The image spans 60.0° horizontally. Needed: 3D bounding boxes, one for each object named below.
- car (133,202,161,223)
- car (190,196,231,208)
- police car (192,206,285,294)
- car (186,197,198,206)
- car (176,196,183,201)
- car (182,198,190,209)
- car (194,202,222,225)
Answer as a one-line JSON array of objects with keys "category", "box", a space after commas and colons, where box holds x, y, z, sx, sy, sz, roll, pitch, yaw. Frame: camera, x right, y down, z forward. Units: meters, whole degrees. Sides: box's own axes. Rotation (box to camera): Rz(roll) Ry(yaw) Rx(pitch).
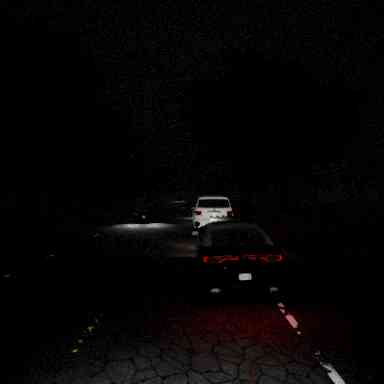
[{"category": "car", "box": [-3.551, 1.607, 26.926, 1.837, 1.490, 4.892, -1, 0, 0]}, {"category": "car", "box": [1.093, 1.212, 19.023, 2.150, 2.045, 5.566, 0, 0, 0]}, {"category": "police car", "box": [1.044, 1.447, 9.095, 1.930, 1.638, 5.238, -1, 0, 0]}, {"category": "car", "box": [0.073, 1.639, 58.703, 1.994, 1.385, 4.181, -1, 0, 0]}, {"category": "car", "box": [-3.387, 1.840, 90.887, 1.895, 1.301, 4.718, -1, 0, -1]}, {"category": "car", "box": [0.087, 1.567, 45.180, 1.994, 1.385, 4.181, 0, 0, 1]}, {"category": "car", "box": [1.104, 1.510, 25.006, 1.837, 1.490, 4.892, -1, -1, 0]}]
